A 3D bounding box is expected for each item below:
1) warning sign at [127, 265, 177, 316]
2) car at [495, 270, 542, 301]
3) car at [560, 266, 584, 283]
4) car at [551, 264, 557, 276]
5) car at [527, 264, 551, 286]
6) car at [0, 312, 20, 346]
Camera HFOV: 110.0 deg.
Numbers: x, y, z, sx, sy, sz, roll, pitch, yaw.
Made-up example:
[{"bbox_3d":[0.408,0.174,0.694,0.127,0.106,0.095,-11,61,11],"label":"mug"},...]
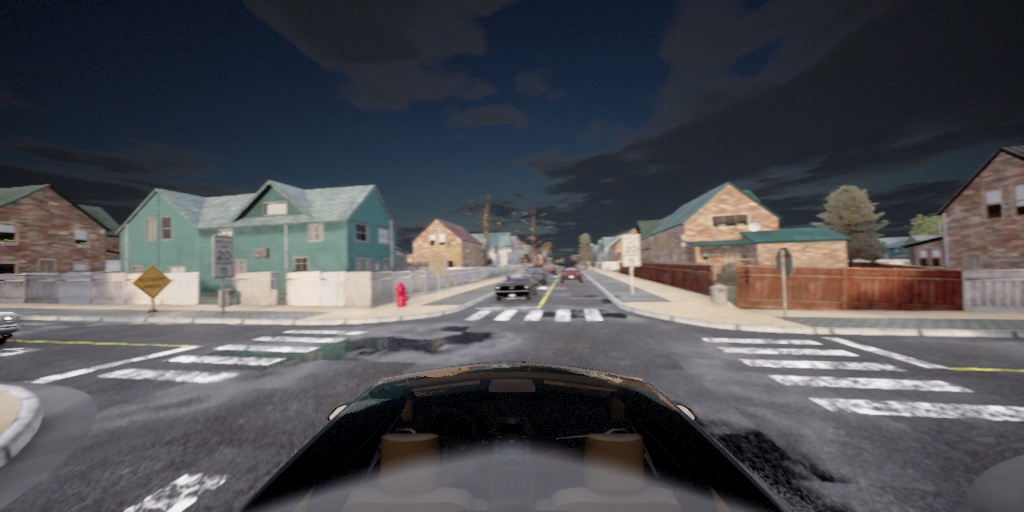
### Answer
[{"bbox_3d":[-13.700,1.272,13.680,1.060,1.860,1.300,0,0,9],"label":"warning sign"},{"bbox_3d":[0.341,1.640,19.672,1.895,1.301,4.718,-2,-1,9],"label":"car"},{"bbox_3d":[5.357,1.617,32.439,1.812,1.442,4.674,-2,-1,9],"label":"car"},{"bbox_3d":[5.106,1.894,49.314,1.882,1.535,5.008,-2,-1,9],"label":"car"},{"bbox_3d":[1.989,1.667,30.039,1.837,1.490,4.892,-2,0,9],"label":"car"},{"bbox_3d":[-14.538,1.619,8.390,4.718,1.301,1.895,-1,-2,9],"label":"car"}]
